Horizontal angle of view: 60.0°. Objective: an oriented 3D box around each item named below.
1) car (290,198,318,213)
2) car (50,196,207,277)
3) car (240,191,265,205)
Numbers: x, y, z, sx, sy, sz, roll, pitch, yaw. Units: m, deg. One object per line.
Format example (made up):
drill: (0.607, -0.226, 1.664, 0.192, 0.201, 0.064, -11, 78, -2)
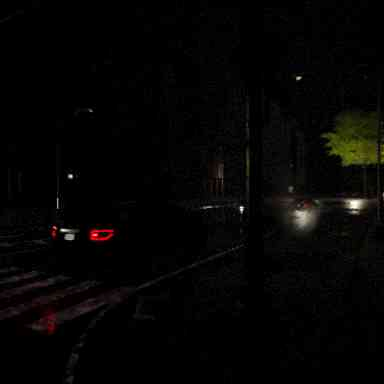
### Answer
car: (10.948, 1.282, 32.409, 2.033, 1.411, 5.357, 0, 0, 29)
car: (-1.570, 1.125, 10.203, 2.150, 2.045, 5.566, 0, 1, 29)
car: (8.945, 0.896, 48.710, 2.150, 2.045, 5.566, 0, 0, 29)
